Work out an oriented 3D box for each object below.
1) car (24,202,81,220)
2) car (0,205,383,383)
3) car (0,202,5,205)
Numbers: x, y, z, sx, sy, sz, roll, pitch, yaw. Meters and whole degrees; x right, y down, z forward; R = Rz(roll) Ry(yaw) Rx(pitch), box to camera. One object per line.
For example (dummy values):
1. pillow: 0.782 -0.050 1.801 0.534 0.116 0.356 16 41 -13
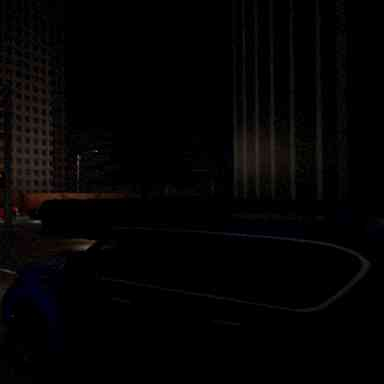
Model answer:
1. car: -13.775 1.862 33.226 1.882 1.535 5.008 -1 0 35
2. car: -0.001 1.247 3.992 5.566 2.045 2.150 0 0 36
3. car: -19.162 1.775 31.686 2.097 1.767 4.553 -1 0 35
